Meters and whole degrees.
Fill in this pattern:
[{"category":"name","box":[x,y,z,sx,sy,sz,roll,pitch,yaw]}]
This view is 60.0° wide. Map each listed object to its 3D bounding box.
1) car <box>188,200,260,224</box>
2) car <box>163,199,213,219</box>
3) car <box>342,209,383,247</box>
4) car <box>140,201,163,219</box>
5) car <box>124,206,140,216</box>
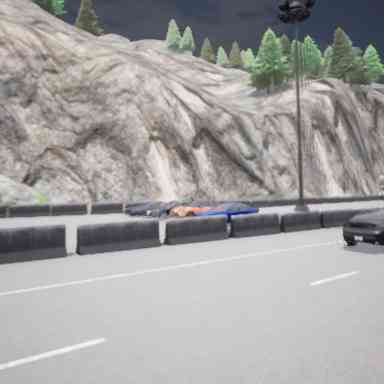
[{"category":"car","box":[2.495,1.514,22.841,5.008,1.535,1.882,0,0,-35]},{"category":"car","box":[0.486,1.388,25.707,4.553,1.767,2.097,0,0,-35]},{"category":"car","box":[8.236,1.499,13.916,4.892,1.490,1.837,0,0,-35]},{"category":"car","box":[-1.571,1.524,28.539,4.902,1.511,2.128,0,0,-35]},{"category":"car","box":[-3.601,1.586,31.391,5.357,1.411,2.033,0,0,-35]}]
